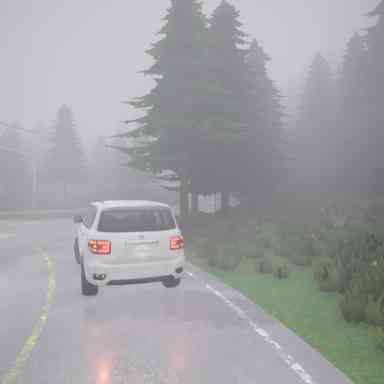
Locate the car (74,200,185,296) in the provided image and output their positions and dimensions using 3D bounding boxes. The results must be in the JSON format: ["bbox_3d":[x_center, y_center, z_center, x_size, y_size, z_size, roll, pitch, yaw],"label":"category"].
[{"bbox_3d":[-1.917,1.221,9.031,2.150,2.045,5.566,0,0,-20],"label":"car"}]
